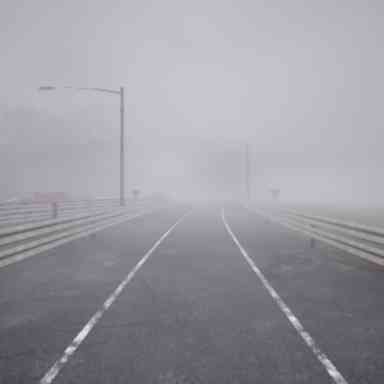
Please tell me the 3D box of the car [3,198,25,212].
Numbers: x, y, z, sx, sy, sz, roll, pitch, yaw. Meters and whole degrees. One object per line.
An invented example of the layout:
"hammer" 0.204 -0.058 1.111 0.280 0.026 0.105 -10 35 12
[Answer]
"car" -17.289 1.294 34.137 1.812 1.442 4.674 0 0 13

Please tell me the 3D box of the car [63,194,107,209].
"car" -10.301 1.258 33.343 2.128 1.511 4.902 0 0 13

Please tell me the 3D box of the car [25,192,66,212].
"car" -13.802 0.988 33.771 2.150 2.045 5.566 0 0 13

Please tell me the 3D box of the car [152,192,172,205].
"car" -4.973 1.034 55.635 2.150 2.045 5.566 0 0 14

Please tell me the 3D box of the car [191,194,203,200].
"car" 1.807 1.489 92.815 1.895 1.301 4.718 0 0 17

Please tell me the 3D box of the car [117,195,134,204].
"car" -11.442 1.298 58.552 1.882 1.535 5.008 0 0 14
